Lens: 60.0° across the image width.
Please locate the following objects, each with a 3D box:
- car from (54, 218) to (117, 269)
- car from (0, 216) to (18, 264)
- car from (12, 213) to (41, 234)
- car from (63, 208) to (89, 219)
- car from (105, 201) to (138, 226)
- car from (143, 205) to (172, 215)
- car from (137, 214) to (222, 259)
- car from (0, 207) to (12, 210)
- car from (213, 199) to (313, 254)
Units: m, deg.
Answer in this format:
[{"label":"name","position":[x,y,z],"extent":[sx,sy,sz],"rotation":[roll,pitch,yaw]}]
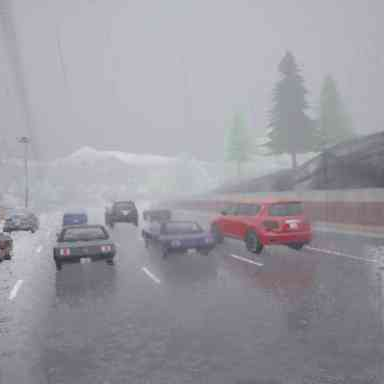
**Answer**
[{"label":"car","position":[-4.026,1.872,12.345],"extent":[1.895,1.301,4.718],"rotation":[-1,-1,-20]},{"label":"car","position":[-7.208,1.818,10.849],"extent":[1.882,1.535,5.008],"rotation":[-1,-1,-20]},{"label":"car","position":[-11.994,2.184,23.711],"extent":[2.033,1.411,5.357],"rotation":[-1,-1,-20]},{"label":"car","position":[-9.815,2.110,28.116],"extent":[1.882,1.535,5.008],"rotation":[-1,0,-19]},{"label":"car","position":[-5.804,1.733,27.178],"extent":[2.150,2.045,5.566],"rotation":[-1,0,-19]},{"label":"car","position":[-3.258,1.960,30.564],"extent":[1.882,1.535,5.008],"rotation":[-1,0,-19]},{"label":"car","position":[-0.747,1.797,13.569],"extent":[1.895,1.301,4.718],"rotation":[-1,-1,-20]},{"label":"car","position":[-30.742,3.093,54.174],"extent":[2.033,1.411,5.357],"rotation":[-2,-1,-8]},{"label":"car","position":[2.699,1.333,14.300],"extent":[2.150,2.045,5.566],"rotation":[-1,-1,-20]}]
